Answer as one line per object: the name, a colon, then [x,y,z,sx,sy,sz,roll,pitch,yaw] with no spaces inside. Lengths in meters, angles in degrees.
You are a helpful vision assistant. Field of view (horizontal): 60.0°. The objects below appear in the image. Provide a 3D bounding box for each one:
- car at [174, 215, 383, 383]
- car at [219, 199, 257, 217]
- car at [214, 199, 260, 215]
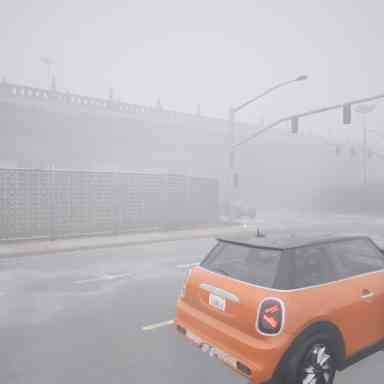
car: [2.048,1.352,5.247,4.553,1.767,2.097,0,0,-35]
car: [3.799,1.560,30.679,1.837,1.490,4.892,0,0,-36]
car: [4.683,1.533,35.465,1.882,1.535,5.008,0,0,-35]
